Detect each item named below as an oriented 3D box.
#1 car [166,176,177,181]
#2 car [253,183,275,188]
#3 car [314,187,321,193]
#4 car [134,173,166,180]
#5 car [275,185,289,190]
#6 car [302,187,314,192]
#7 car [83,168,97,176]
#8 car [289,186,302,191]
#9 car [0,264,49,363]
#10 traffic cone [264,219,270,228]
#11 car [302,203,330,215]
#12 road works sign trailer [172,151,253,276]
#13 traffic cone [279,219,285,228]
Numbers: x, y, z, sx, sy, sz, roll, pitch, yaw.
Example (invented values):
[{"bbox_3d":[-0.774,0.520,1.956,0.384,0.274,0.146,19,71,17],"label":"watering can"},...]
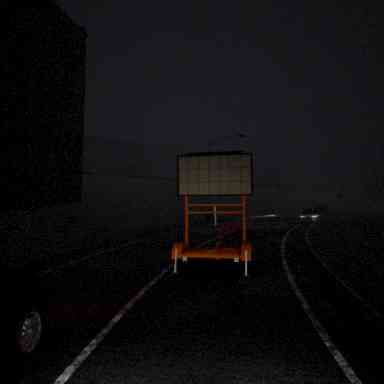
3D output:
[{"bbox_3d":[-2.930,-2.140,59.416,4.892,1.521,2.231,3,-5,-33],"label":"car"},{"bbox_3d":[15.081,-1.095,72.596,4.792,1.488,2.163,3,-6,-38],"label":"car"},{"bbox_3d":[31.788,-0.183,87.161,5.566,2.045,2.435,5,-6,-43],"label":"car"},{"bbox_3d":[-7.543,-2.351,56.391,4.892,1.521,2.231,2,-5,-33],"label":"car"},{"bbox_3d":[19.352,-0.815,76.080,4.674,1.452,2.002,4,-6,-39],"label":"car"},{"bbox_3d":[27.674,-0.395,83.350,4.553,1.767,2.185,4,-6,-42],"label":"car"},{"bbox_3d":[-16.695,-2.869,50.417,4.553,1.767,2.185,2,-5,-33],"label":"car"},{"bbox_3d":[23.473,-0.580,79.595,4.892,1.521,2.231,4,-6,-40],"label":"car"},{"bbox_3d":[-3.224,1.549,3.395,1.812,1.442,4.674,0,0,5],"label":"car"},{"bbox_3d":[5.127,2.158,22.802,0.340,0.580,0.340,-2,-1,17],"label":"traffic cone"},{"bbox_3d":[16.252,2.186,43.531,5.008,1.535,1.882,1,-4,-43],"label":"car"},{"bbox_3d":[0.756,0.525,10.653,2.380,3.560,2.880,-1,-1,12],"label":"road works sign trailer"},{"bbox_3d":[6.083,2.129,22.519,0.340,0.580,0.340,-2,-1,17],"label":"traffic cone"}]
